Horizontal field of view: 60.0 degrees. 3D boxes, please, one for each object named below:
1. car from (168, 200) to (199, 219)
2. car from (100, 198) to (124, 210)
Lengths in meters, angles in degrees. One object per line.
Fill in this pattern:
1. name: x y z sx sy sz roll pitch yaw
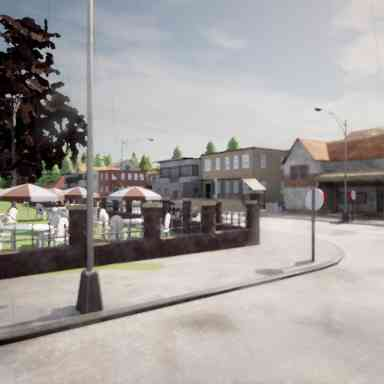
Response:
1. car: -1.273 1.495 29.728 1.837 1.490 4.892 0 0 -35
2. car: -10.240 1.516 42.370 1.812 1.442 4.674 0 0 -35
